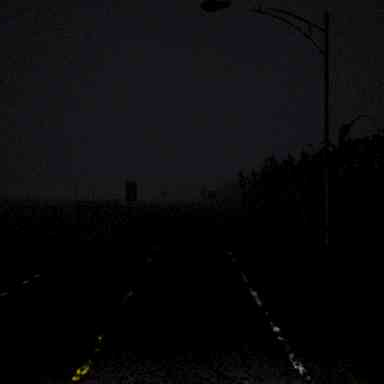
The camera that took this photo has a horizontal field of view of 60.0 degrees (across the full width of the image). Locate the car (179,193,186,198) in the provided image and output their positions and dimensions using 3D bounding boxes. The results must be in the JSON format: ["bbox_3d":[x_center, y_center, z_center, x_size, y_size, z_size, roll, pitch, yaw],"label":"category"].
[{"bbox_3d":[-2.759,1.032,94.376,2.033,1.411,5.357,0,0,0],"label":"car"}]
